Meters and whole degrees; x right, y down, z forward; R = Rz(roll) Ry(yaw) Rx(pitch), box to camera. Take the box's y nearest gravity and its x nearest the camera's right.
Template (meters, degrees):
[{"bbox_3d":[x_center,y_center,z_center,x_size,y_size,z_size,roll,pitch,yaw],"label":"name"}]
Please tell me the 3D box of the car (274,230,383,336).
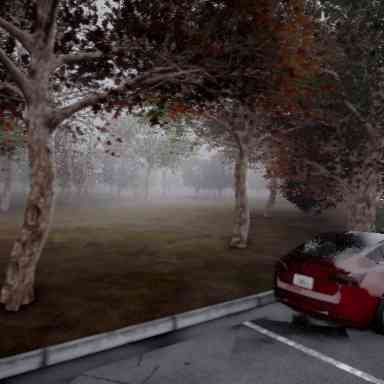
[{"bbox_3d":[3.784,1.521,6.756,4.792,1.488,2.163,0,0,-33],"label":"car"}]
